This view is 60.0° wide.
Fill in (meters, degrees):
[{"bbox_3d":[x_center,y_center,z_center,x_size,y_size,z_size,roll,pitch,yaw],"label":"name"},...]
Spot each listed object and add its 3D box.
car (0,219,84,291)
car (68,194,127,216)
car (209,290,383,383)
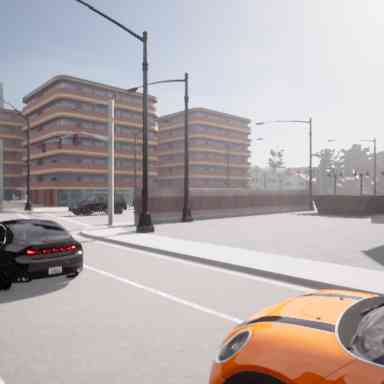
[{"bbox_3d":[-4.708,1.501,9.187,1.837,1.490,4.892,0,0,-43],"label":"car"},{"bbox_3d":[-9.039,1.208,32.314,5.566,2.045,2.150,0,0,-45],"label":"car"},{"bbox_3d":[2.302,1.352,2.314,4.553,1.767,2.097,0,0,40],"label":"car"}]
